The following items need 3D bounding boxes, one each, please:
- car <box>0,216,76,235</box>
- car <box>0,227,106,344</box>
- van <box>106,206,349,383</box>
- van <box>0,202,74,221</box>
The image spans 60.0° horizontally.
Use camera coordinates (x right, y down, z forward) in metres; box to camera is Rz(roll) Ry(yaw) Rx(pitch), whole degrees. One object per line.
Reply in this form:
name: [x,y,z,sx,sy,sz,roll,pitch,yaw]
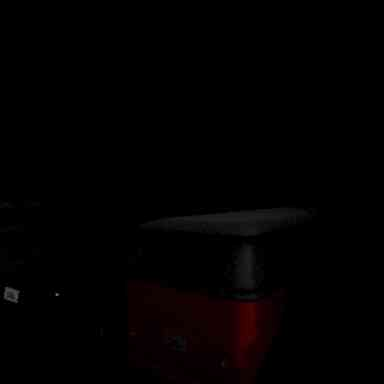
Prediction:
car: [-3.369,1.531,8.201,2.163,1.488,4.792,0,0,36]
car: [-1.221,1.519,6.668,2.163,1.488,4.792,0,0,36]
van: [1.086,1.257,5.130,1.878,1.987,4.442,0,0,36]
van: [-5.690,1.295,9.688,1.878,1.987,4.442,0,0,35]
